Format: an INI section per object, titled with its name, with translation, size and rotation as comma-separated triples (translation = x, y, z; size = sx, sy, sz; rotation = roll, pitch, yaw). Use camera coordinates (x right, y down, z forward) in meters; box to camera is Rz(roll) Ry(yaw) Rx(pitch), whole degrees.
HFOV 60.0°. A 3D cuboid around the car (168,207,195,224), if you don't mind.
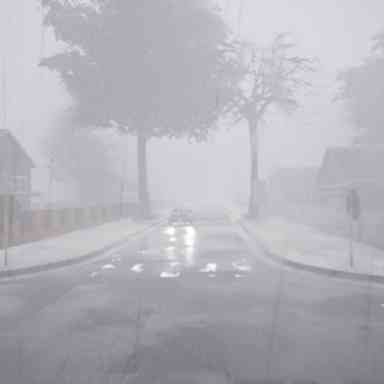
[car]
translation = -0.794, 1.897, 27.537
size = 1.895, 1.301, 4.718
rotation = -1, -1, 4
